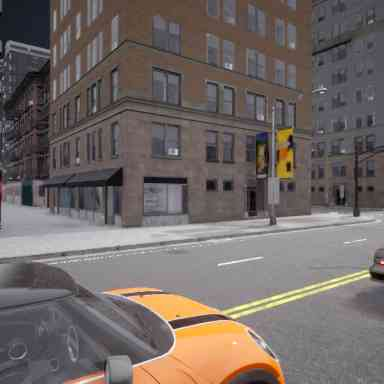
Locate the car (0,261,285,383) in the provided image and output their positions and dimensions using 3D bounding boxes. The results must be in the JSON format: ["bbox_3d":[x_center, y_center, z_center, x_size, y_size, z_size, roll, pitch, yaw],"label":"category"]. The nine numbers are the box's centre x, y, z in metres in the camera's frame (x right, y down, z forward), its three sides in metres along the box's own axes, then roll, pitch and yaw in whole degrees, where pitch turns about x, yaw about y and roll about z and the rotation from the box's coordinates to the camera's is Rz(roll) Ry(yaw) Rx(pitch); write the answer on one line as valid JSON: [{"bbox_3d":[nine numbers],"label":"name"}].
[{"bbox_3d":[-1.356,1.352,2.437,4.553,1.767,2.097,0,0,-37],"label":"car"}]

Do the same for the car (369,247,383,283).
[{"bbox_3d":[6.447,1.548,8.238,5.357,1.411,2.033,0,0,-37],"label":"car"}]
